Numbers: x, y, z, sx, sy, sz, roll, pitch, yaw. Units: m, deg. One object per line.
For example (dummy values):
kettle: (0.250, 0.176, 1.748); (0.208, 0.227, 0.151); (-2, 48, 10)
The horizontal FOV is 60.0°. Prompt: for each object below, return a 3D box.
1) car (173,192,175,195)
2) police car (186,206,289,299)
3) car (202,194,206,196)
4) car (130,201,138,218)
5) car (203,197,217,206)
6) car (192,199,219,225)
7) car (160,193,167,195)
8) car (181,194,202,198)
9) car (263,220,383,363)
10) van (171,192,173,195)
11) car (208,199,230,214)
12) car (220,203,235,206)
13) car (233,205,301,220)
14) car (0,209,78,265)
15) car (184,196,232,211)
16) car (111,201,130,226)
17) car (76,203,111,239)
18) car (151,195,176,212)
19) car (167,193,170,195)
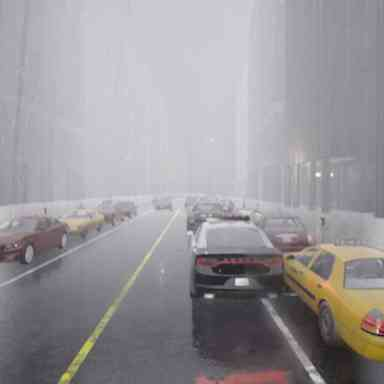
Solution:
car: (-5.849, 1.086, 79.692); (2.192, 1.841, 5.009); (0, 0, 0)
police car: (0.891, 1.396, 8.536); (1.930, 1.638, 5.238); (0, 0, 0)
car: (2.713, 1.302, 45.641); (1.967, 1.590, 4.097); (0, 0, 0)
car: (-5.794, 1.475, 28.596); (1.947, 1.339, 4.313); (0, 0, 0)
car: (2.707, 1.413, 51.320); (1.947, 1.339, 4.313); (0, 0, 0)
car: (0.874, 1.376, 24.616); (1.801, 1.575, 5.366); (0, 0, 0)
car: (-5.824, 1.271, 56.982); (1.967, 1.590, 4.097); (0, 0, 0)
car: (-0.031, 1.355, 45.243); (2.128, 1.511, 4.902); (0, 0, 0)
car: (2.756, 1.504, 6.069); (1.752, 1.417, 4.829); (0, 0, 0)
van: (-5.843, 1.127, 74.014); (1.690, 1.788, 3.998); (0, 0, 0)
car: (2.725, 1.460, 34.287); (1.947, 1.339, 4.313); (0, 0, 0)
car: (2.743, 1.488, 17.254); (1.887, 1.381, 4.507); (0, 0, 0)
car: (2.750, 1.401, 11.577); (1.967, 1.590, 4.097); (0, 0, 0)
car: (-5.775, 1.505, 11.564); (1.887, 1.381, 4.507); (0, 0, 0)
car: (0.746, 1.291, 18.380); (2.097, 1.767, 4.553); (0, 0, -1)
car: (-5.787, 1.471, 22.918); (1.887, 1.381, 4.507); (0, 0, 0)
car: (-5.781, 1.469, 17.071); (1.752, 1.417, 4.829); (0, 0, 0)
car: (-3.117, 1.390, 37.339); (1.837, 1.490, 4.892); (0, 0, 0)
car: (-5.830, 1.367, 62.660); (2.008, 1.369, 4.403); (0, 0, 0)
